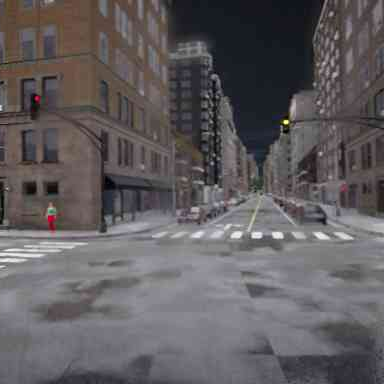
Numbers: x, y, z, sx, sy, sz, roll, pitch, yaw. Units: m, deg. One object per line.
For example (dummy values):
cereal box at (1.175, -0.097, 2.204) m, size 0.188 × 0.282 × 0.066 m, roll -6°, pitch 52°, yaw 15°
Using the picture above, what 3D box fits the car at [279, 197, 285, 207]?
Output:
car at (11.925, 1.581, 40.001) m, size 1.887 × 1.381 × 4.507 m, roll -1°, pitch 0°, yaw 12°

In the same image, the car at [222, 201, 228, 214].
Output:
car at (2.430, 1.755, 36.374) m, size 2.008 × 1.369 × 4.403 m, roll -1°, pitch 0°, yaw 12°

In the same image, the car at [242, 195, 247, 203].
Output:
car at (10.548, 1.859, 74.218) m, size 1.947 × 1.339 × 4.313 m, roll -1°, pitch 0°, yaw 12°

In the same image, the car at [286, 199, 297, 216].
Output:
car at (9.606, 1.554, 29.186) m, size 1.887 × 1.381 × 4.507 m, roll -1°, pitch 0°, yaw 12°

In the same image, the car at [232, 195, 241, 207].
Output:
car at (7.033, 1.781, 57.834) m, size 1.752 × 1.417 × 4.829 m, roll -1°, pitch 0°, yaw 12°

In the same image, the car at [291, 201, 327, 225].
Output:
car at (8.446, 1.562, 23.778) m, size 1.947 × 1.339 × 4.313 m, roll -1°, pitch 0°, yaw 12°

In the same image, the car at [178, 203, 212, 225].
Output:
car at (0.111, 1.759, 25.561) m, size 1.802 × 1.307 × 4.206 m, roll -1°, pitch 0°, yaw 12°

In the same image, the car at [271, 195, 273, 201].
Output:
car at (18.885, 1.678, 72.448) m, size 1.947 × 1.339 × 4.313 m, roll -1°, pitch 0°, yaw 12°

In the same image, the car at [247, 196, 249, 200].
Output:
car at (11.704, 1.621, 79.626) m, size 2.192 × 1.841 × 5.009 m, roll -1°, pitch 0°, yaw 12°

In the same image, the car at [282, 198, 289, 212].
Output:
car at (10.765, 1.574, 34.594) m, size 2.008 × 1.369 × 4.403 m, roll -1°, pitch 0°, yaw 12°

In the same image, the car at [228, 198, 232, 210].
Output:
car at (3.590, 1.762, 41.780) m, size 1.887 × 1.381 × 4.507 m, roll -1°, pitch 0°, yaw 12°

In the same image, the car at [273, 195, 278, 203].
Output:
car at (16.565, 1.639, 61.632) m, size 2.008 × 1.369 × 4.403 m, roll -1°, pitch 0°, yaw 12°

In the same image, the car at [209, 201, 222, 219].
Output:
car at (1.270, 1.756, 30.968) m, size 1.947 × 1.339 × 4.313 m, roll -1°, pitch 0°, yaw 12°

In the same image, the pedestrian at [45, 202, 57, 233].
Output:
pedestrian at (-8.124, 1.447, 19.263) m, size 0.375 × 1.860 × 0.375 m, roll -1°, pitch -1°, yaw 12°

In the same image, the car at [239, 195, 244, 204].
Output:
car at (8.228, 1.835, 63.406) m, size 1.947 × 1.339 × 4.313 m, roll -1°, pitch 0°, yaw 12°

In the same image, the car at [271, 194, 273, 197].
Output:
car at (20.045, 1.707, 77.855) m, size 1.802 × 1.307 × 4.206 m, roll -1°, pitch 0°, yaw 12°

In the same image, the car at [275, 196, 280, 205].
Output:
car at (14.245, 1.629, 50.817) m, size 1.947 × 1.339 × 4.313 m, roll -1°, pitch 0°, yaw 12°
